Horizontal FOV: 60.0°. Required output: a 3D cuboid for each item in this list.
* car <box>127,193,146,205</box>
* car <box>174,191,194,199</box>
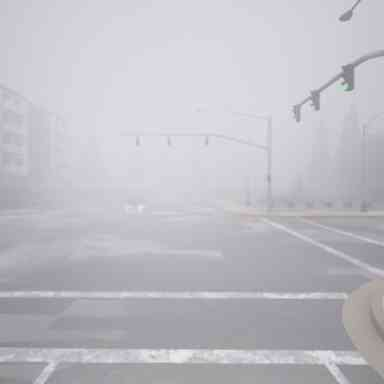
[{"bbox_3d":[-7.016,0.858,42.486,1.837,1.490,4.892,0,1,2],"label":"car"},{"bbox_3d":[-1.562,0.564,64.669,2.033,1.411,5.357,0,1,28],"label":"car"}]
